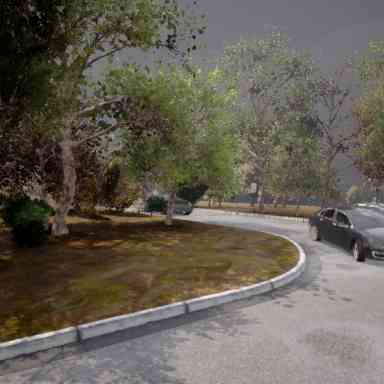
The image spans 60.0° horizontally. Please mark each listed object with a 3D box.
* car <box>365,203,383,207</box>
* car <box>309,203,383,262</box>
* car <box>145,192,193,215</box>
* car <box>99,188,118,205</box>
[{"bbox_3d":[9.075,1.329,17.508,2.128,1.511,4.902,1,0,-36],"label":"car"},{"bbox_3d":[5.949,1.360,12.022,1.837,1.490,4.892,1,4,-6],"label":"car"},{"bbox_3d":[-1.908,0.898,26.796,2.097,1.767,4.553,1,0,-37],"label":"car"},{"bbox_3d":[-11.222,0.574,38.114,5.566,2.045,2.150,0,-1,14],"label":"car"}]
